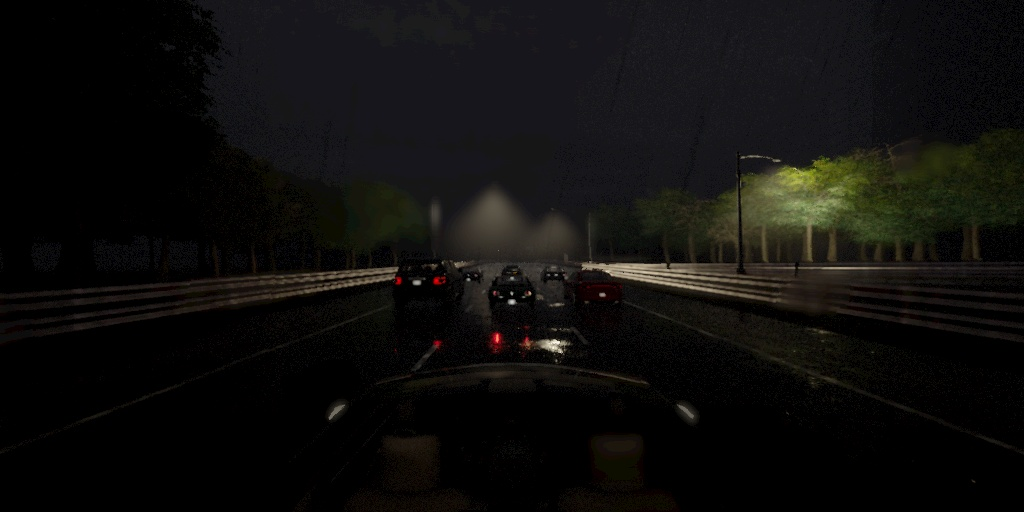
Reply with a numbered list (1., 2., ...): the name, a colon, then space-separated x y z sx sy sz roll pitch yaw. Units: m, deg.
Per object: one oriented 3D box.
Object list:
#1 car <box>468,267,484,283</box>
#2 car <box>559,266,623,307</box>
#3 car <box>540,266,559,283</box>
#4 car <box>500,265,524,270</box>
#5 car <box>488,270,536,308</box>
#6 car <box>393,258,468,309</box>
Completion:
1. car: -3.489 1.621 30.962 1.895 1.301 4.718 0 0 0
2. car: 3.511 1.366 16.336 1.882 1.535 5.008 0 0 0
3. car: 3.510 1.567 30.842 2.033 1.411 5.357 0 0 0
4. car: 0.014 1.530 31.149 1.837 1.490 4.892 0 0 0
5. car: 0.006 1.485 15.967 1.895 1.301 4.718 0 -1 0
6. car: -3.495 1.100 15.885 2.150 2.045 5.566 0 0 0
